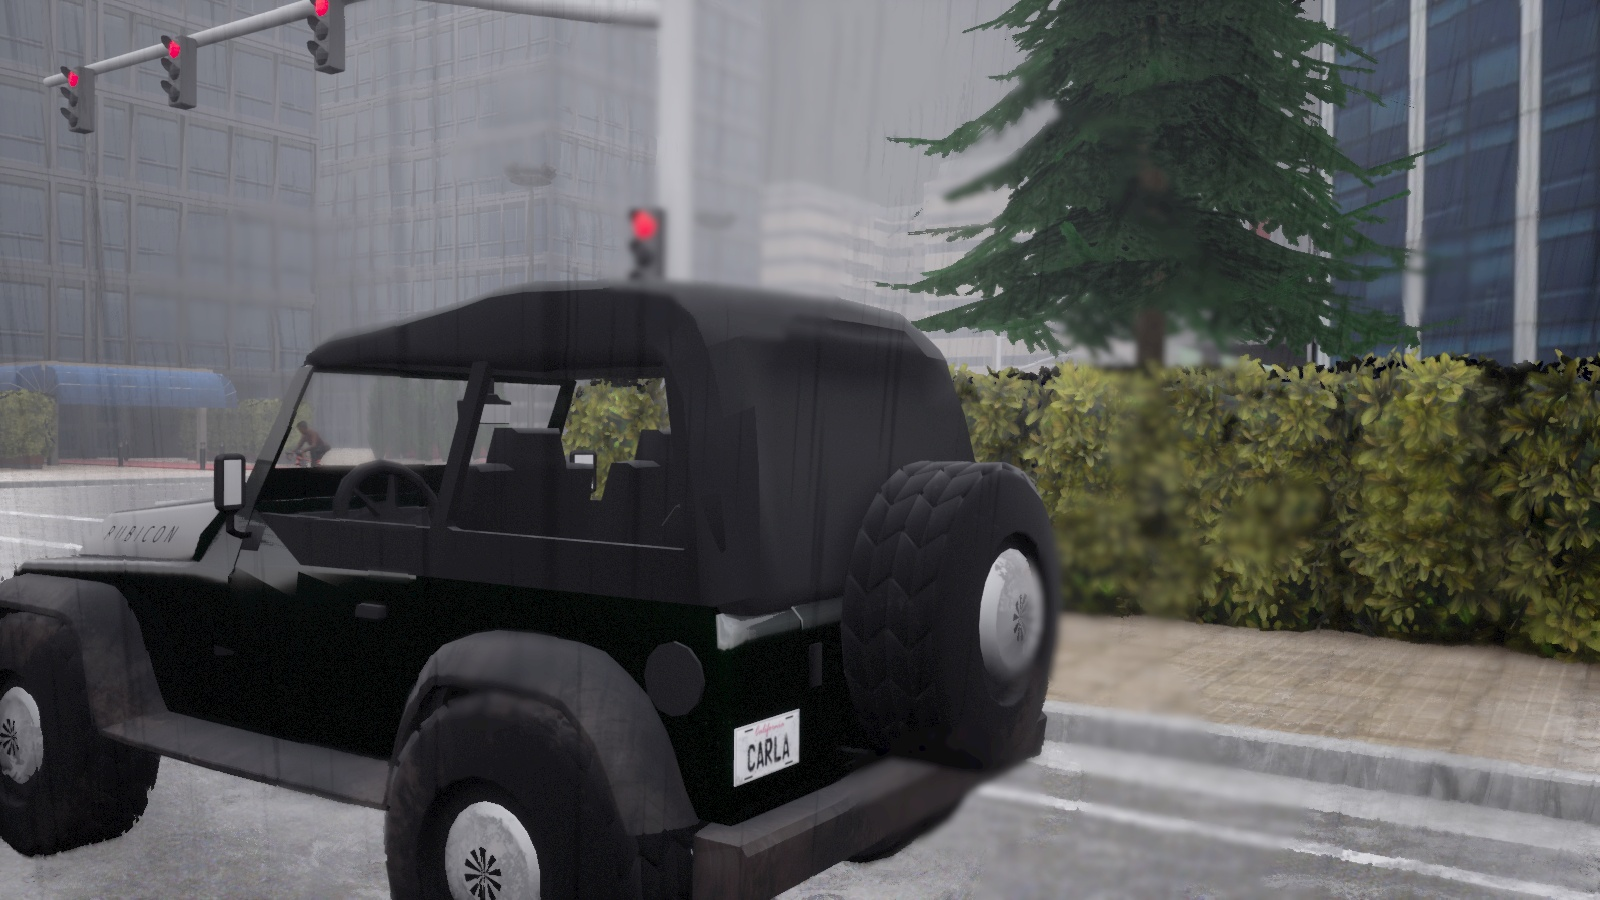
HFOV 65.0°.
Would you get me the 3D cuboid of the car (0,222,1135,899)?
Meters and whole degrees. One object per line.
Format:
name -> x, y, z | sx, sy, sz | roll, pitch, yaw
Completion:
car -> -1.061, 0.478, 4.325 | 3.866, 1.878, 1.905 | 0, 1, 34
